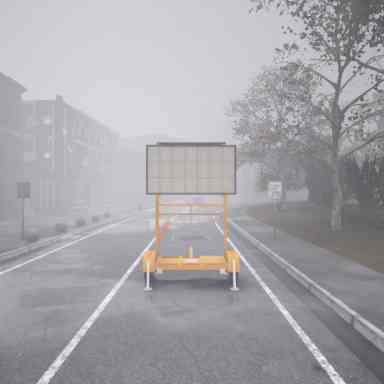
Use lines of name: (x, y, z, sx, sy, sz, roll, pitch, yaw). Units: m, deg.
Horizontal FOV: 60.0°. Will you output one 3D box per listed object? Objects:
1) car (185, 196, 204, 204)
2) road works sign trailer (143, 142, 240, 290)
car: (0.381, 1.461, 53.140, 2.128, 1.511, 4.902, -1, 0, 21)
road works sign trailer: (-0.021, 0.467, 9.028, 2.380, 3.560, 2.880, 0, 0, 0)
